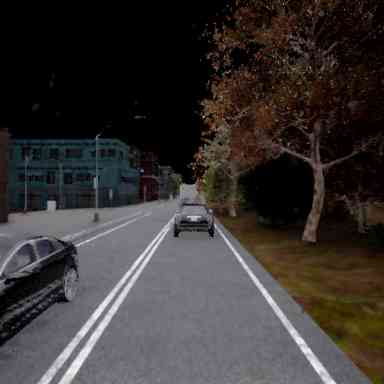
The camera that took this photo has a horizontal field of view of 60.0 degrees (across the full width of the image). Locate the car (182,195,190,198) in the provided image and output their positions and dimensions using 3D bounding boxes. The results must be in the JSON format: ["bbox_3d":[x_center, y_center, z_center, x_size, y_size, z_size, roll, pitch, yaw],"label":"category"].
[{"bbox_3d":[-1.704,1.631,92.276,2.097,1.767,4.553,0,0,2],"label":"car"}]

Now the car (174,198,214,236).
[{"bbox_3d":[0.108,1.413,18.817,2.097,1.767,4.553,0,0,0],"label":"car"}]

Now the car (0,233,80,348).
[{"bbox_3d":[-3.350,1.492,5.352,2.128,1.511,4.902,0,0,0],"label":"car"}]

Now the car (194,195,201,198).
[{"bbox_3d":[1.404,1.707,87.753,2.033,1.411,5.357,0,0,2],"label":"car"}]
